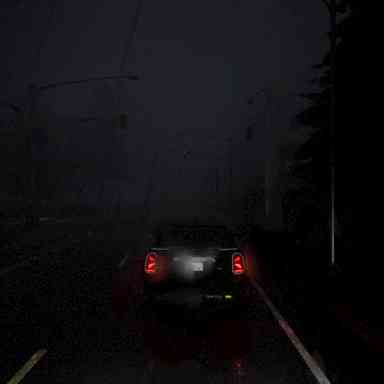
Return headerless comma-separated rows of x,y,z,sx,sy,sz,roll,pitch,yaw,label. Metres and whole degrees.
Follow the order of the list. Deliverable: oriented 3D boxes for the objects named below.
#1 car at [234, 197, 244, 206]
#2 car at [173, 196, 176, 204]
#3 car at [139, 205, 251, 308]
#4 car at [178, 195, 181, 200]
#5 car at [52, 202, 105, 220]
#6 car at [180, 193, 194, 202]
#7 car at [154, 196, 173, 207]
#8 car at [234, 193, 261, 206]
8.919,1.144,48.784,4.605,1.855,1.932,0,0,-1,car
-4.095,1.476,63.301,1.837,1.490,4.892,0,0,0,car
0.072,1.352,8.071,2.097,1.767,4.553,0,0,1,car
-2.109,1.158,83.569,2.097,1.767,4.553,0,0,-13,car
-9.538,1.548,28.112,4.181,1.385,1.994,0,0,-19,car
-0.835,1.555,73.435,1.895,1.301,4.718,0,0,-7,car
-3.995,1.496,45.636,1.812,1.442,4.674,0,0,0,car
8.508,1.146,51.295,3.866,1.878,1.905,0,0,-1,car
